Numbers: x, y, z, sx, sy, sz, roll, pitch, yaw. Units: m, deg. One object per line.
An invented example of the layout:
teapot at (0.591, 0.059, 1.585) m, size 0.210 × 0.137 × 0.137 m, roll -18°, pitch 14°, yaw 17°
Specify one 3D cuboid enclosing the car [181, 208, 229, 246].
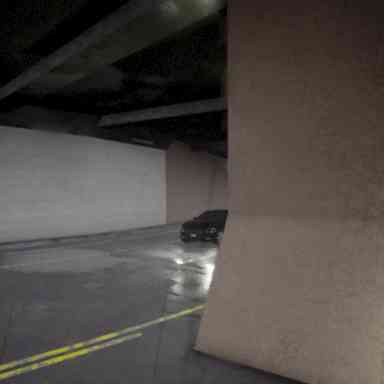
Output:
car at (1.302, 1.604, 16.482) m, size 1.882 × 1.535 × 5.008 m, roll 0°, pitch 0°, yaw 30°
